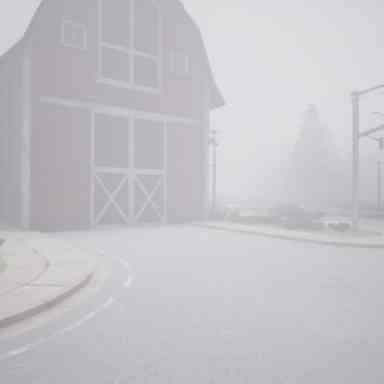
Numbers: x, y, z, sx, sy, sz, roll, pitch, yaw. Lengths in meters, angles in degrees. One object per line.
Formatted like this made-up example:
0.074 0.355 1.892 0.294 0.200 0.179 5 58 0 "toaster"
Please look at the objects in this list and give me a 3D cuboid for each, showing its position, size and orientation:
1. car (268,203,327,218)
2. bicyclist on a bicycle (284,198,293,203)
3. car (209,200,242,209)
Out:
8.984 1.669 29.148 2.033 1.411 5.357 0 0 -34 "car"
11.325 1.446 38.767 1.656 1.620 0.582 46 -25 -23 "bicyclist on a bicycle"
3.566 1.648 37.039 1.812 1.442 4.674 0 0 -34 "car"
